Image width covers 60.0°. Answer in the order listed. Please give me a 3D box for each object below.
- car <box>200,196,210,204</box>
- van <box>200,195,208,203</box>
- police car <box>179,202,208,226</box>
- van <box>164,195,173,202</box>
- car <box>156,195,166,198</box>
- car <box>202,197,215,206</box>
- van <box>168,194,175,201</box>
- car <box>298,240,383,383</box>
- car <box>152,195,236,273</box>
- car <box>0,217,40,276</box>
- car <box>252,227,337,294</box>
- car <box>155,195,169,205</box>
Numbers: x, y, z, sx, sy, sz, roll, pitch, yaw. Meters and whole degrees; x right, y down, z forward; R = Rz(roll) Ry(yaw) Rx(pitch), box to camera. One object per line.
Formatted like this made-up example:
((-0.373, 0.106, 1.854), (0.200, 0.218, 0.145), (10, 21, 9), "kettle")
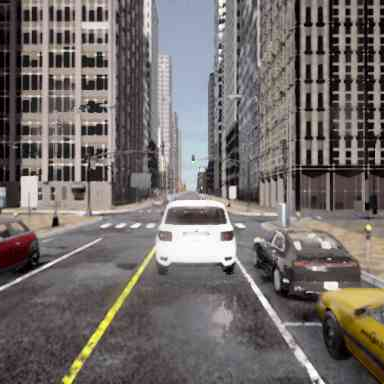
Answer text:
((2.699, 1.647, 69.270), (1.967, 1.590, 4.097), (0, 0, 0), "car")
((2.700, 1.557, 74.955), (1.690, 1.788, 3.998), (0, 0, 0), "van")
((0.103, 1.592, 25.167), (2.038, 1.542, 4.974), (0, -1, 0), "police car")
((-5.680, 1.567, 80.645), (1.690, 1.788, 3.998), (0, 0, 0), "van")
((-5.778, 1.625, 57.904), (1.967, 1.590, 4.097), (0, 0, 0), "car")
((2.794, 1.625, 57.902), (1.967, 1.590, 4.097), (0, 0, 0), "car")
((-5.679, 1.582, 92.016), (1.690, 1.788, 3.998), (0, 0, 0), "van")
((2.692, 1.538, 3.144), (1.752, 1.417, 4.829), (0, 0, 0), "car")
((0.101, 1.266, 10.910), (2.150, 2.045, 5.566), (0, 0, 0), "car")
((-5.687, 1.475, 8.641), (1.967, 1.590, 4.097), (0, 0, 0), "car")
((2.693, 1.585, 8.641), (2.008, 1.369, 4.403), (0, 0, 0), "car")
((-5.711, 1.512, 63.590), (2.192, 1.841, 5.009), (0, 0, 0), "car")
